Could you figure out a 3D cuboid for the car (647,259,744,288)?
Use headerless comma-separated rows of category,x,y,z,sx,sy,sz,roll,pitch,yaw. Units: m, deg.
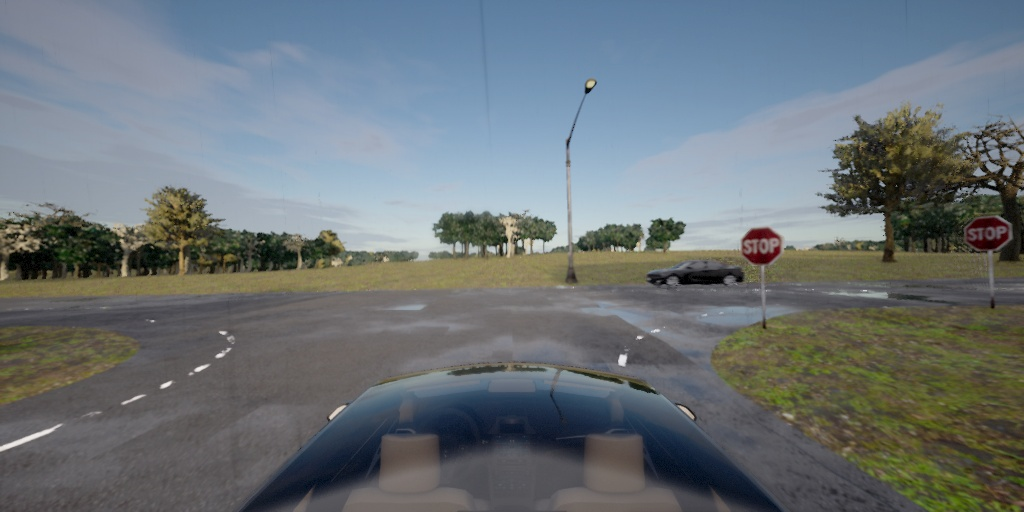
car,10.087,0.963,19.906,5.008,1.535,1.882,-1,-2,-1
